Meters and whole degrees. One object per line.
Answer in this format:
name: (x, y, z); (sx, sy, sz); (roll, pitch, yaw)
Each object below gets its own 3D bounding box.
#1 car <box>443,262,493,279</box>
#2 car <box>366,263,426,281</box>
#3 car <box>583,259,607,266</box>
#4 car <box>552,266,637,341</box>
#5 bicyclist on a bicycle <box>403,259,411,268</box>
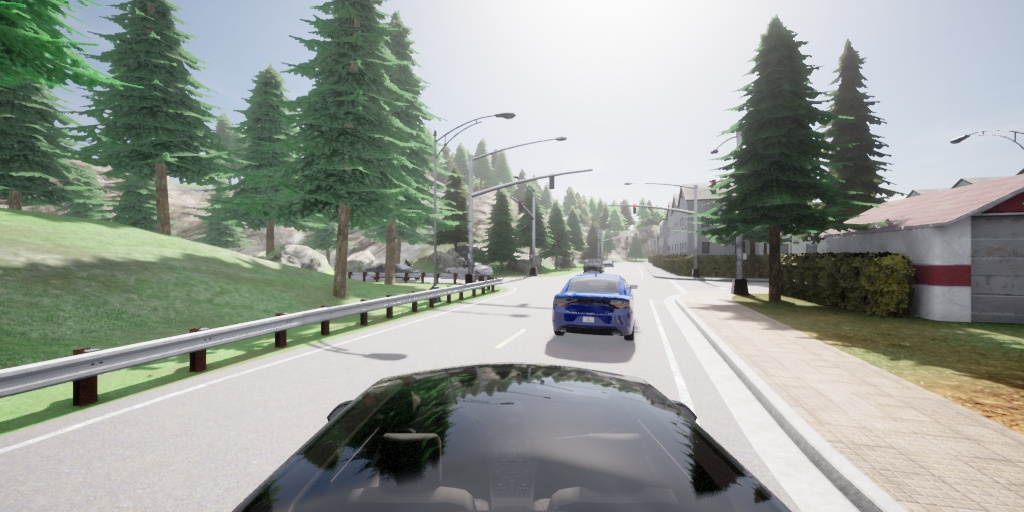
car: (-3.948, 1.291, 31.942); (4.674, 1.442, 1.812); (0, 0, 20)
car: (-9.879, 1.313, 30.363); (5.357, 1.411, 2.033); (0, 0, 20)
car: (9.773, 1.105, 42.832); (2.097, 1.767, 4.553); (0, 0, 19)
car: (2.449, 1.228, 10.126); (1.882, 1.535, 5.008); (0, 0, 19)
bicyclist on a bicycle: (-11.150, 1.167, 38.207); (0.582, 1.620, 1.656); (-2, 5, 18)
